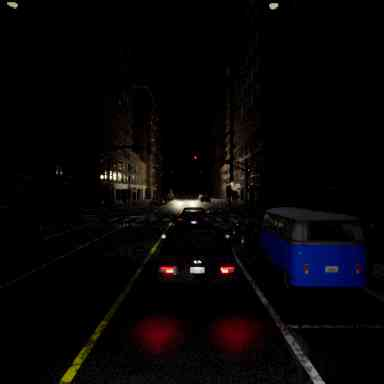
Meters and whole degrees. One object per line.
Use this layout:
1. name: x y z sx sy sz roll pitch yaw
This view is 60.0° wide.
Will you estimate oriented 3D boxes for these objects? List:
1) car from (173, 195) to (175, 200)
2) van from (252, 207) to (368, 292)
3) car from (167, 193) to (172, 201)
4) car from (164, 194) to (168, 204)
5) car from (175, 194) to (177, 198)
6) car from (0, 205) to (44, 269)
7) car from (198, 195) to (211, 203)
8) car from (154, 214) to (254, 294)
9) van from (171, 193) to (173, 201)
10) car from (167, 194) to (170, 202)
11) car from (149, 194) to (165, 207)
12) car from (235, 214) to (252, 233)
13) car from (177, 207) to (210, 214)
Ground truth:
1. car: -5.704 1.516 79.530 2.008 1.369 4.403 0 0 0
2. van: 2.851 1.339 8.631 1.690 1.788 3.998 0 0 0
3. car: -5.699 1.508 68.629 1.887 1.381 4.507 0 0 0
4. car: -5.694 1.516 57.727 2.008 1.369 4.403 0 0 0
5. car: -5.707 1.282 84.981 2.192 1.841 5.009 0 0 0
6. car: -5.673 1.313 8.588 2.192 1.841 5.009 0 0 0
7. car: 2.825 1.404 68.668 1.967 1.590 4.097 0 0 0
8. car: 0.097 1.546 8.900 2.033 1.411 5.357 0 0 0
9. van: -5.702 1.305 74.079 1.690 1.788 3.998 0 0 0
10. car: -5.697 1.509 63.178 1.887 1.381 4.507 0 0 0
11. car: -5.692 1.493 52.106 1.752 1.417 4.829 0 0 0
12. car: 2.850 1.562 14.292 1.947 1.339 4.313 0 0 0
13. car: 0.093 1.557 19.220 1.994 1.385 4.181 0 0 0
